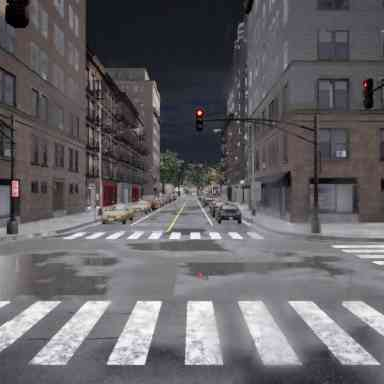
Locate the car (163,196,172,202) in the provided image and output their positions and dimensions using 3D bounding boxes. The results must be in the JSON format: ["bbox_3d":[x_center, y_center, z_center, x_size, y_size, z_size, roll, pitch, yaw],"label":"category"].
[{"bbox_3d":[-5.367,1.535,73.912,1.752,1.417,4.829,0,0,0],"label":"car"}]

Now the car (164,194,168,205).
[{"bbox_3d":[-5.384,1.446,52.153,1.967,1.590,4.097,0,0,0],"label":"car"}]

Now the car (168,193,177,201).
[{"bbox_3d":[-5.354,1.330,90.528,2.192,1.841,5.009,0,0,0],"label":"car"}]

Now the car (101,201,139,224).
[{"bbox_3d":[-5.406,1.526,24.574,1.752,1.417,4.829,0,0,0],"label":"car"}]

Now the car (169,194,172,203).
[{"bbox_3d":[-5.376,1.573,63.118,1.947,1.339,4.313,0,0,0],"label":"car"}]

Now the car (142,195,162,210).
[{"bbox_3d":[-5.393,1.319,41.190,2.192,1.841,5.009,0,0,0],"label":"car"}]

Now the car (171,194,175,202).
[{"bbox_3d":[-5.371,1.324,68.600,2.192,1.841,5.009,0,0,0],"label":"car"}]

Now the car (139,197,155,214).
[{"bbox_3d":[-5.398,1.528,35.537,1.752,1.417,4.829,0,0,0],"label":"car"}]

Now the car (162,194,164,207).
[{"bbox_3d":[-5.389,1.445,46.672,1.967,1.590,4.097,0,0,0],"label":"car"}]

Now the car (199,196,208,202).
[{"bbox_3d":[2.671,1.556,79.560,1.887,1.381,4.507,0,0,0],"label":"car"}]

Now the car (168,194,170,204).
[{"bbox_3d":[-5.380,1.557,57.635,2.008,1.369,4.403,0,0,0],"label":"car"}]

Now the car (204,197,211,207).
[{"bbox_3d":[2.652,1.554,35.704,2.008,1.369,4.403,0,0,0],"label":"car"}]

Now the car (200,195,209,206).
[{"bbox_3d":[2.659,1.557,52.150,2.008,1.369,4.403,0,0,0],"label":"car"}]

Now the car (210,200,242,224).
[{"bbox_3d":[2.647,1.552,24.740,2.008,1.369,4.403,0,0,0],"label":"car"}]

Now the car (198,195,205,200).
[{"bbox_3d":[2.675,1.597,90.524,1.802,1.307,4.206,0,0,0],"label":"car"}]

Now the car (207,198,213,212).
[{"bbox_3d":[2.649,1.547,30.222,1.887,1.381,4.507,0,0,0],"label":"car"}]
